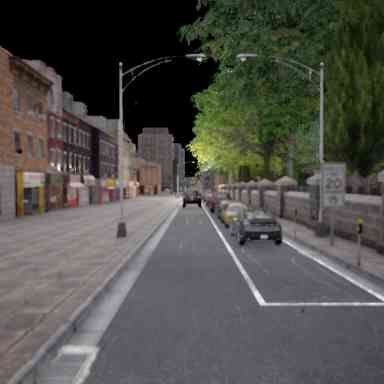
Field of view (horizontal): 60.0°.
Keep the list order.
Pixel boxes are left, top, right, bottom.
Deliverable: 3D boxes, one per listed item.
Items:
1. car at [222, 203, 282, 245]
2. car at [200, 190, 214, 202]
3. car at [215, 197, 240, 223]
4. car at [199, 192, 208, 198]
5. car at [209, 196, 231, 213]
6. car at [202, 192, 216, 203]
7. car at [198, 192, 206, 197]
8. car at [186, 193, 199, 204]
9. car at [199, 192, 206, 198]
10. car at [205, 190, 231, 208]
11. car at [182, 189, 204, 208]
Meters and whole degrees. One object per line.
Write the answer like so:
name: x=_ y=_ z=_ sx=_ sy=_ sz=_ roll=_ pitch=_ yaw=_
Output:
car: x=2.628 y=1.370 z=14.298 sx=2.008 sy=1.369 sz=4.403 roll=-1 pitch=1 yaw=0
car: x=2.631 y=0.653 z=57.896 sx=2.192 sy=1.841 sz=5.009 roll=-1 pitch=1 yaw=0
car: x=2.628 y=1.273 z=19.917 sx=1.752 sy=1.417 sz=4.829 roll=-1 pitch=1 yaw=0
car: x=2.641 y=0.708 z=79.698 sx=2.008 sy=1.369 sz=4.403 roll=-1 pitch=0 yaw=0
car: x=2.629 y=1.234 z=25.199 sx=2.008 sy=1.369 sz=4.403 roll=-1 pitch=1 yaw=0
car: x=2.633 y=0.830 z=52.447 sx=1.967 sy=1.590 sz=4.097 roll=-1 pitch=1 yaw=0
car: x=2.670 y=0.656 z=86.833 sx=2.008 sy=1.369 sz=4.403 roll=-1 pitch=0 yaw=0
car: x=0.015 y=0.925 z=49.743 sx=1.837 sy=1.490 sz=4.892 roll=0 pitch=1 yaw=0
car: x=2.693 y=0.645 z=84.859 sx=1.752 sy=1.417 sz=4.829 roll=-1 pitch=0 yaw=0
car: x=2.626 y=0.935 z=30.645 sx=2.192 sy=1.841 sz=5.009 roll=-1 pitch=1 yaw=0
car: x=0.008 y=0.753 z=38.882 sx=2.150 sy=2.045 sz=5.566 roll=0 pitch=1 yaw=0
